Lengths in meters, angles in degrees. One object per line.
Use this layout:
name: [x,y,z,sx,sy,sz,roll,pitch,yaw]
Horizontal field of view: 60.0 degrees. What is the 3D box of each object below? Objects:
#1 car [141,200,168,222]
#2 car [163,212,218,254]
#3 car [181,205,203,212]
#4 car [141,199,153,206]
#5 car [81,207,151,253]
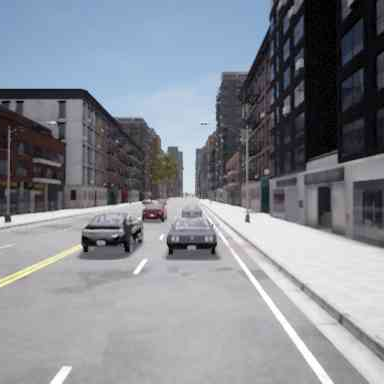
car: [-3.242,1.753,29.480,1.882,1.535,5.008,0,0,0]
car: [0.004,1.733,14.114,1.895,1.301,4.718,0,0,0]
car: [0.003,1.818,28.994,2.033,1.411,5.357,0,-1,0]
car: [-9.745,2.295,71.768,1.895,1.301,4.718,0,-1,0]
car: [-3.244,1.626,14.300,2.128,1.511,4.902,0,0,0]
